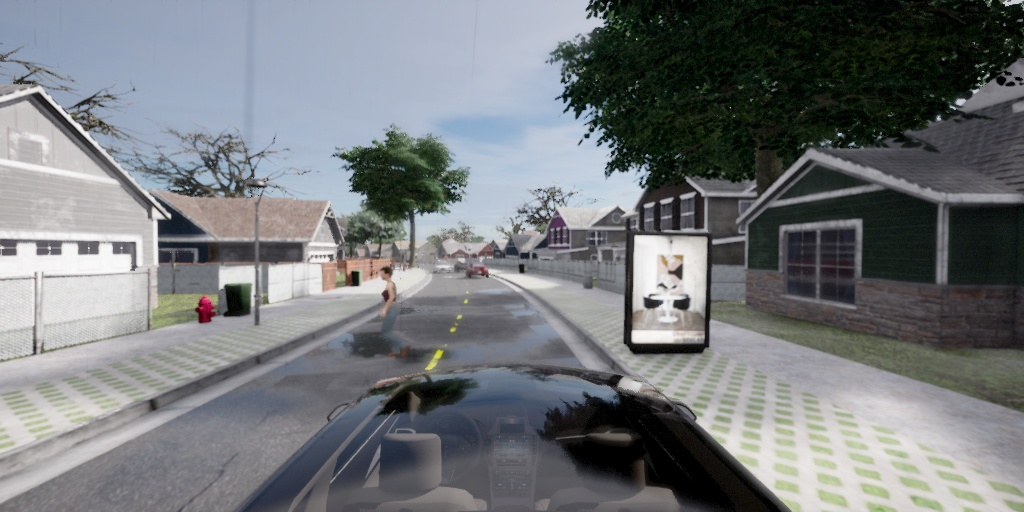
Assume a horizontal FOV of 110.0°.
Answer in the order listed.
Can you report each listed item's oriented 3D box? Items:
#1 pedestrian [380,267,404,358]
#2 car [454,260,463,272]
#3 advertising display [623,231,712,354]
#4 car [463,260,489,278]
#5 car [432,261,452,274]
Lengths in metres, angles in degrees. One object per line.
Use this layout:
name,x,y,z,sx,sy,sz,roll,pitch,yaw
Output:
pedestrian,-2.372,1.043,6.954,0.375,1.860,0.375,-1,1,-12
car,-6.441,1.314,46.930,2.128,1.511,4.902,0,0,-16
advertising display,2.922,0.770,6.836,1.540,2.440,0.280,0,0,-2
car,-3.371,1.310,34.366,1.812,1.442,4.674,0,0,-12
car,-8.312,1.351,42.606,1.812,1.442,4.674,0,0,-15
